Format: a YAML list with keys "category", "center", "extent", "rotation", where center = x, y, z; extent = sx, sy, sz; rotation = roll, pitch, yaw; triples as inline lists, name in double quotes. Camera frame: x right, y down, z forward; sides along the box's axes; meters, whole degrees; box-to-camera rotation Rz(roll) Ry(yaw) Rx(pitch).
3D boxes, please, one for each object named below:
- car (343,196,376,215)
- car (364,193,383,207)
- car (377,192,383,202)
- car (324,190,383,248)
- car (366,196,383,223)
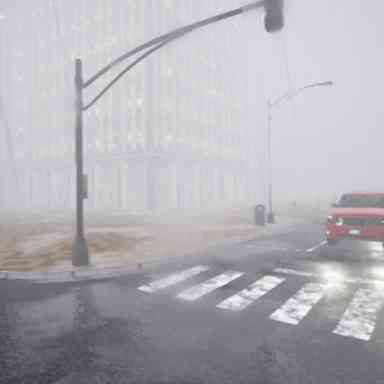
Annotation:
- category: "car"
  center: [14.227, 1.067, 28.126]
  extent: [1.947, 1.339, 4.313]
  rotation: [0, 1, 35]
- category: "car"
  center: [20.737, 0.877, 37.357]
  extent: [1.947, 1.339, 4.313]
  rotation: [0, 1, 35]
- category: "car"
  center: [27.248, 0.666, 46.588]
  extent: [1.887, 1.381, 4.507]
  rotation: [0, 1, 35]
- category: "car"
  center: [7.092, 0.959, 13.545]
  extent: [2.150, 2.045, 5.566]
  rotation: [-1, 0, 35]
- category: "car"
  center: [13.118, 1.050, 22.076]
  extent: [2.128, 1.511, 4.902]
  rotation: [-1, 0, 35]
